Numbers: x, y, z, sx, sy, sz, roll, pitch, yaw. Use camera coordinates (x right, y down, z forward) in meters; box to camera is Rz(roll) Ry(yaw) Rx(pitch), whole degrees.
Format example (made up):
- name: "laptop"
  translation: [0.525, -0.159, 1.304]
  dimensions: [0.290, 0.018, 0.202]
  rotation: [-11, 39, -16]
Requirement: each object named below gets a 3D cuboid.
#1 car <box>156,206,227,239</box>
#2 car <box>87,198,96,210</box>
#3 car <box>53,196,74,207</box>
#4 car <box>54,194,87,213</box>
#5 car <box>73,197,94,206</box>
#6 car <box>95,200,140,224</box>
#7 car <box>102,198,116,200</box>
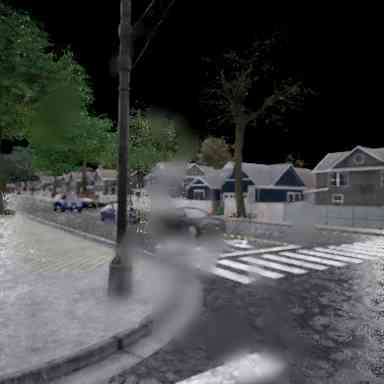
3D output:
- name: "car"
  translation: [-0.134, 1.592, 18.426]
  dimensions: [1.882, 1.535, 5.008]
  rotation: [1, -1, -36]
- name: "car"
  translation: [-14.194, 1.521, 43.862]
  dimensions: [1.882, 1.535, 5.008]
  rotation: [1, 0, -35]
- name: "car"
  translation: [-20.272, 1.430, 52.264]
  dimensions: [1.837, 1.490, 4.892]
  rotation: [1, 0, -36]
- name: "car"
  translation: [-14.343, 1.248, 38.299]
  dimensions: [2.150, 2.045, 5.566]
  rotation: [1, 0, -35]
- name: "car"
  translation: [-17.651, 1.591, 54.182]
  dimensions: [1.895, 1.301, 4.718]
  rotation: [1, 0, -36]
- name: "car"
  translation: [-5.793, 1.655, 26.314]
  dimensions: [1.812, 1.442, 4.674]
  rotation: [1, -1, -35]
- name: "car"
  translation: [-11.623, 1.613, 45.859]
  dimensions: [1.837, 1.490, 4.892]
  rotation: [1, 0, -35]
